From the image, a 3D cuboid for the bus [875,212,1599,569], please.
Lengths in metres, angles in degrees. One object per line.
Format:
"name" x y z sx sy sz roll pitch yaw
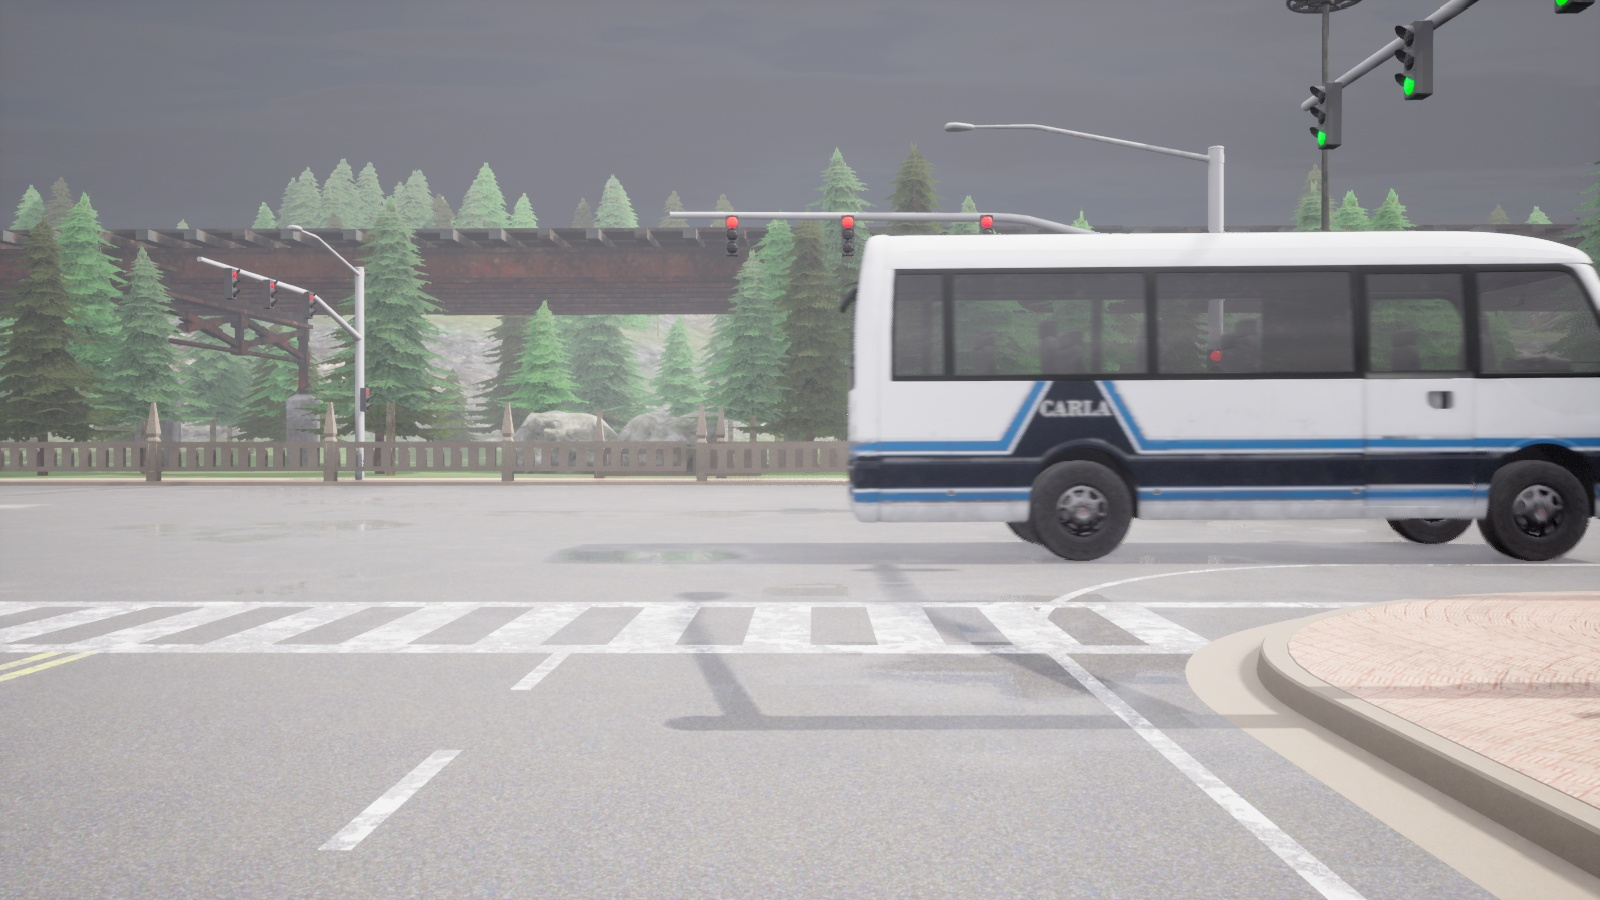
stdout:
"bus" 6.265 -0.721 17.036 10.273 4.253 3.944 0 0 1
